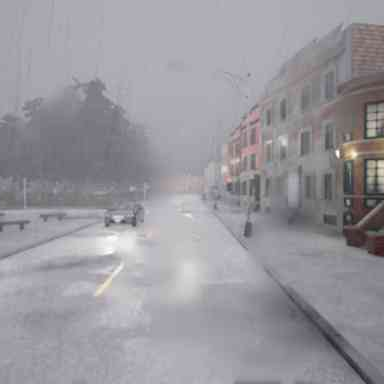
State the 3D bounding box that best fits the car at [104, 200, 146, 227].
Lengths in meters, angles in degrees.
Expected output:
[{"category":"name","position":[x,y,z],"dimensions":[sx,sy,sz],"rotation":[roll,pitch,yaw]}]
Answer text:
[{"category":"car","position":[-4.086,1.298,20.818],"dimensions":[2.128,1.511,4.902],"rotation":[0,0,0]}]
